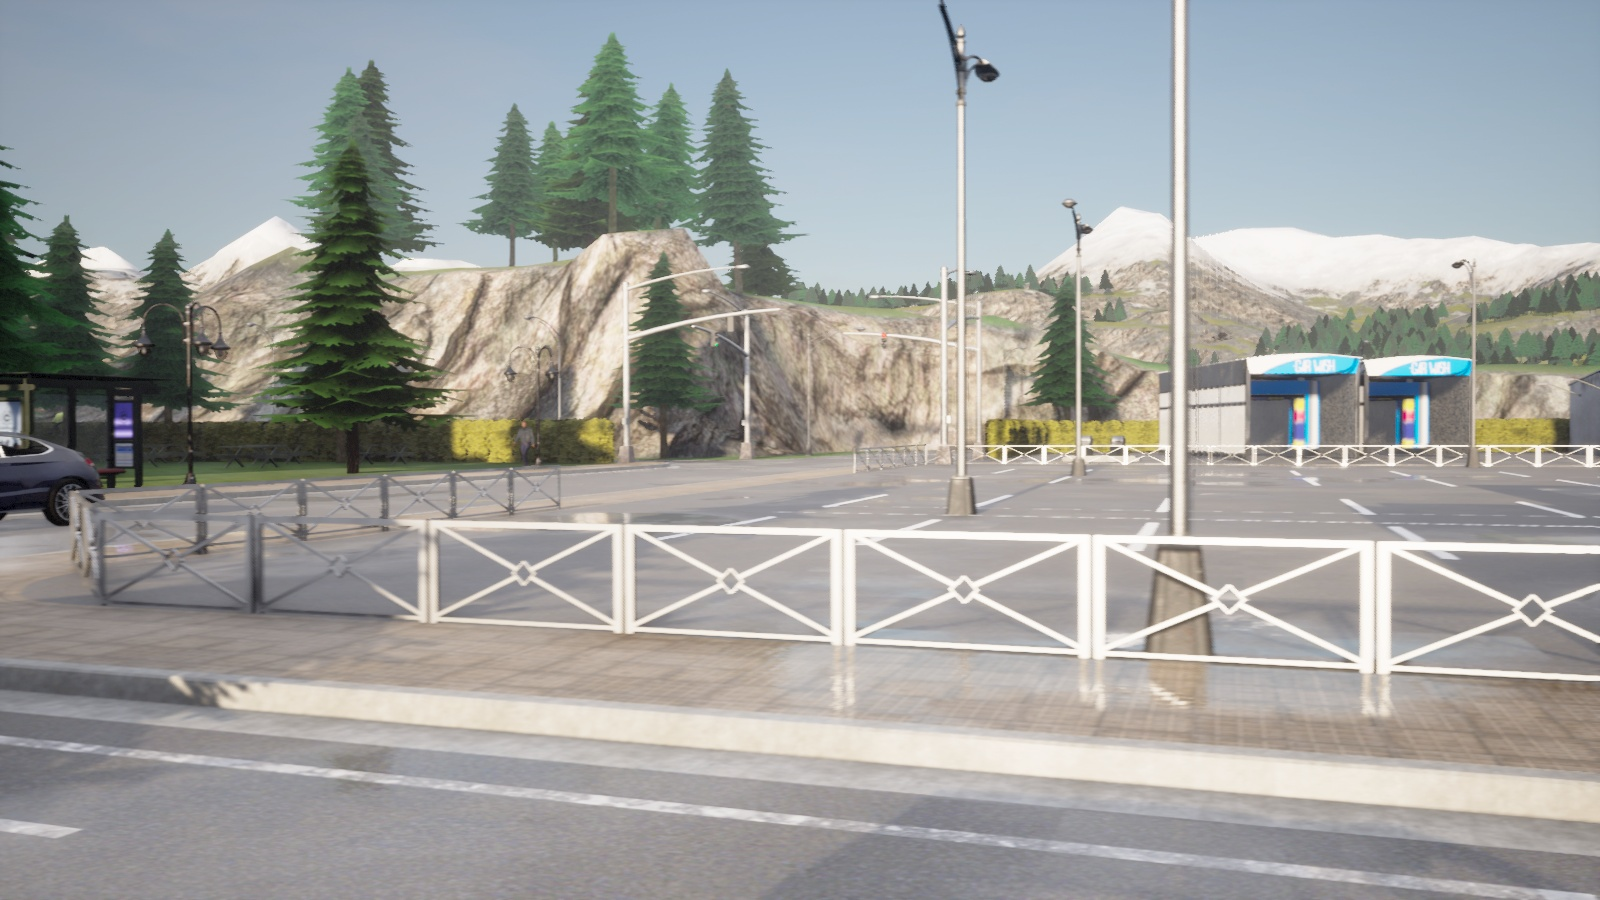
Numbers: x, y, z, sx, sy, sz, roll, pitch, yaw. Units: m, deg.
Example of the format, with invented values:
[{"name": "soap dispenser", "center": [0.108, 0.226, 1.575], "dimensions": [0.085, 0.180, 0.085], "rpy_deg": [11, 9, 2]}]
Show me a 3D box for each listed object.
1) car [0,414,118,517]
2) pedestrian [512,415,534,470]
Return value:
[{"name": "car", "center": [-13.953, 0.242, 20.326], "dimensions": [2.152, 1.651, 5.027], "rpy_deg": [1, 1, 18]}, {"name": "pedestrian", "center": [-9.991, -0.266, 45.290], "dimensions": [0.423, 1.949, 0.788], "rpy_deg": [0, 1, 16]}]
